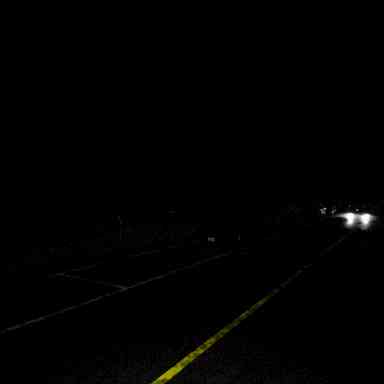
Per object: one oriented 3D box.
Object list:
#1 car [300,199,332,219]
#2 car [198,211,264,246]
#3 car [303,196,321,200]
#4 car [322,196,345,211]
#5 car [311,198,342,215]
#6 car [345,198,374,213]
[{"bbox_3d":[10.799,1.582,29.443,1.802,1.307,4.206,0,0,32],"label":"car"},{"bbox_3d":[1.949,1.566,15.428,1.947,1.339,4.313,0,0,32],"label":"car"},{"bbox_3d":[23.154,1.506,61.955,4.902,1.511,2.128,0,0,40],"label":"car"},{"bbox_3d":[16.699,1.441,38.786,1.967,1.590,4.097,0,0,32],"label":"car"},{"bbox_3d":[13.749,1.566,34.114,1.947,1.339,4.313,0,0,32],"label":"car"},{"bbox_3d":[18.529,1.602,36.772,1.895,1.301,4.718,0,0,33],"label":"car"}]
